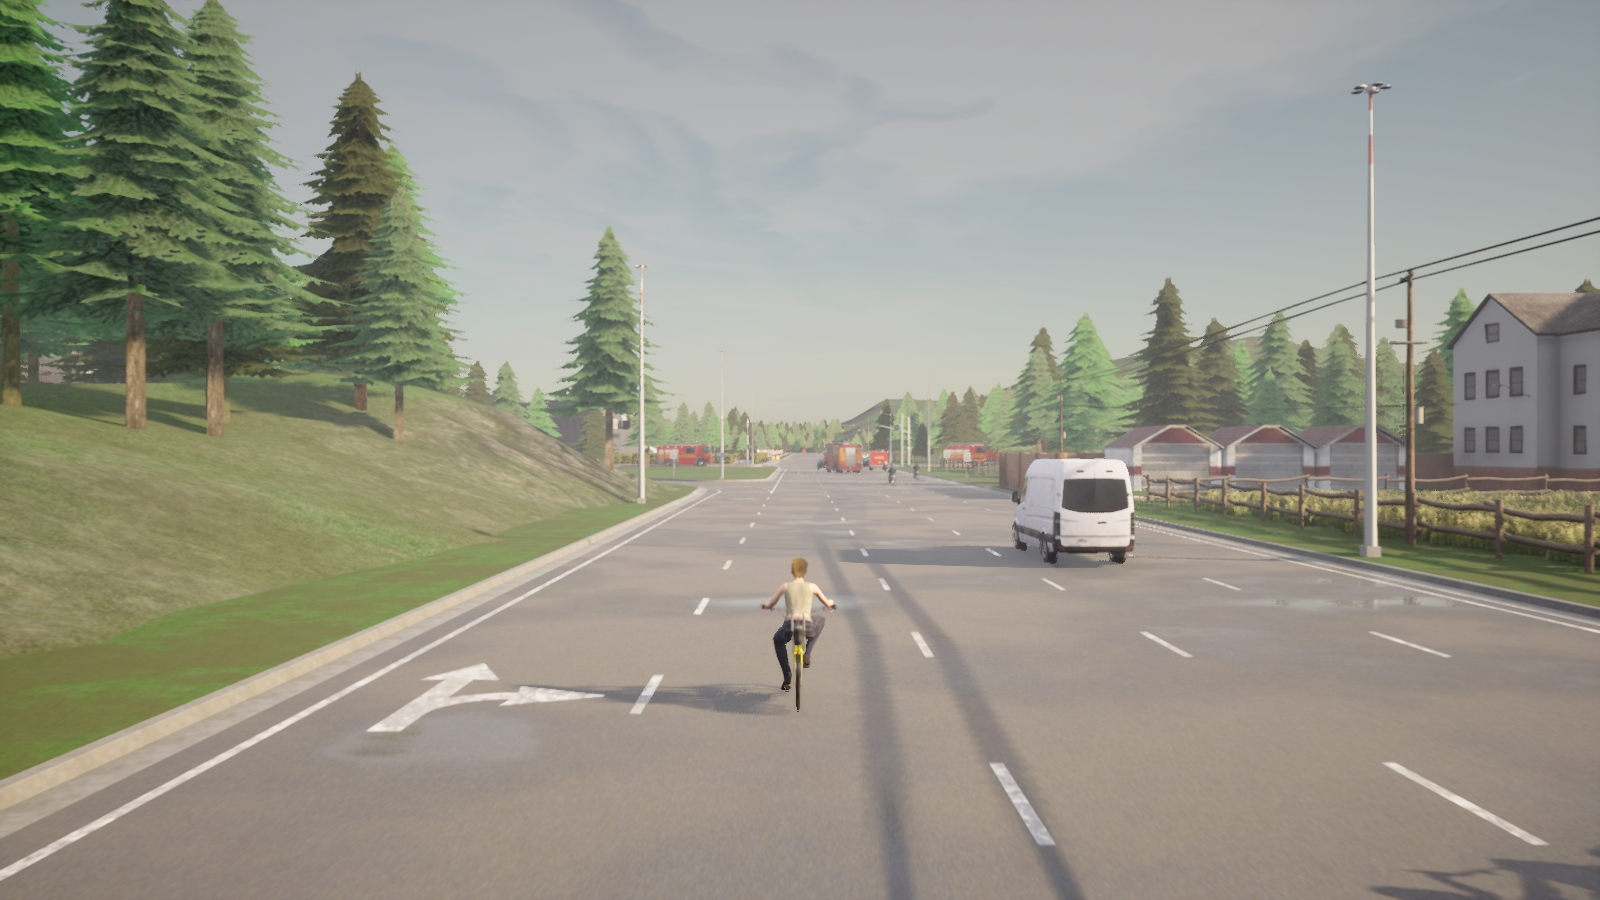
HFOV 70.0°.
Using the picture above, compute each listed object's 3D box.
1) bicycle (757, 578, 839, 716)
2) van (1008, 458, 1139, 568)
[{"bbox_3d":[-0.015,2.147,12.731,0.859,1.276,1.487,0,0,0],"label":"bicycle"},{"bbox_3d":[6.997,1.510,29.941,1.988,2.561,5.915,0,0,0],"label":"van"}]
